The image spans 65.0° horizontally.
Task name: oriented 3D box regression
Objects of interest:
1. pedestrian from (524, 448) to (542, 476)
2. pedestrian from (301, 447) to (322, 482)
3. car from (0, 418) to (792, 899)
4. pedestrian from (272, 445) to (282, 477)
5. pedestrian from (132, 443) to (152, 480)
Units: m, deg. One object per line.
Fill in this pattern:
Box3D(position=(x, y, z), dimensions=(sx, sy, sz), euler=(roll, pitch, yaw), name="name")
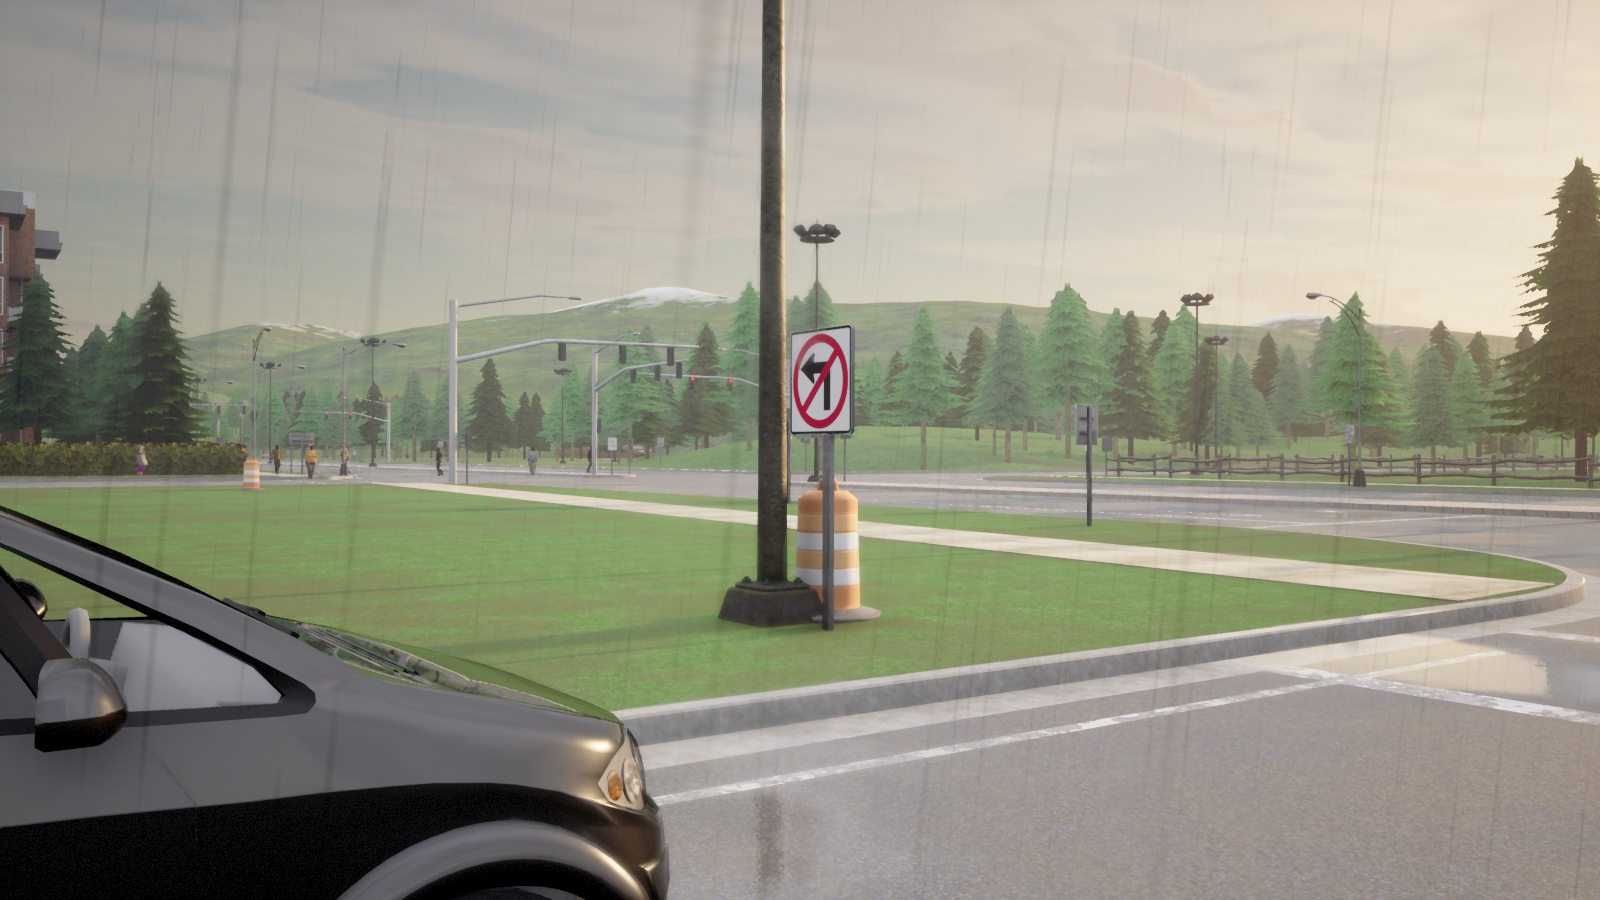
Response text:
Box3D(position=(-17.424, 0.778, 81.857), dimensions=(0.874, 1.855, 0.900), euler=(0, 0, -35), name="pedestrian")
Box3D(position=(-25.642, 0.753, 65.950), dimensions=(0.874, 1.855, 0.900), euler=(0, 0, -32), name="pedestrian")
Box3D(position=(-2.048, 0.733, 2.232), dimensions=(3.705, 1.549, 1.789), euler=(0, 0, -35), name="car")
Box3D(position=(-30.171, 0.625, 72.465), dimensions=(0.370, 1.835, 0.726), euler=(0, 0, -34), name="pedestrian")
Box3D(position=(-35.296, 0.613, 67.349), dimensions=(0.873, 1.952, 0.659), euler=(0, 0, -34), name="pedestrian")
